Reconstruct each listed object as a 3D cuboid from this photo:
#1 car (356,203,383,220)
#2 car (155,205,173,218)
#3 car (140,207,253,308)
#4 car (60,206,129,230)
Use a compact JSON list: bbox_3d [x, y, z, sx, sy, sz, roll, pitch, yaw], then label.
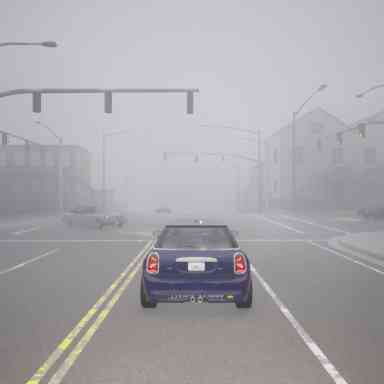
[{"bbox_3d":[16.633,1.547,27.651,5.357,1.411,2.033,0,0,-1],"label":"car"},{"bbox_3d":[-3.551,2.570,42.552,1.895,1.301,4.718,0,-8,0],"label":"car"},{"bbox_3d":[0.094,1.352,8.068,2.097,1.767,4.553,0,0,0],"label":"car"},{"bbox_3d":[-6.247,1.570,21.216,4.718,1.301,1.895,0,0,35],"label":"car"}]
